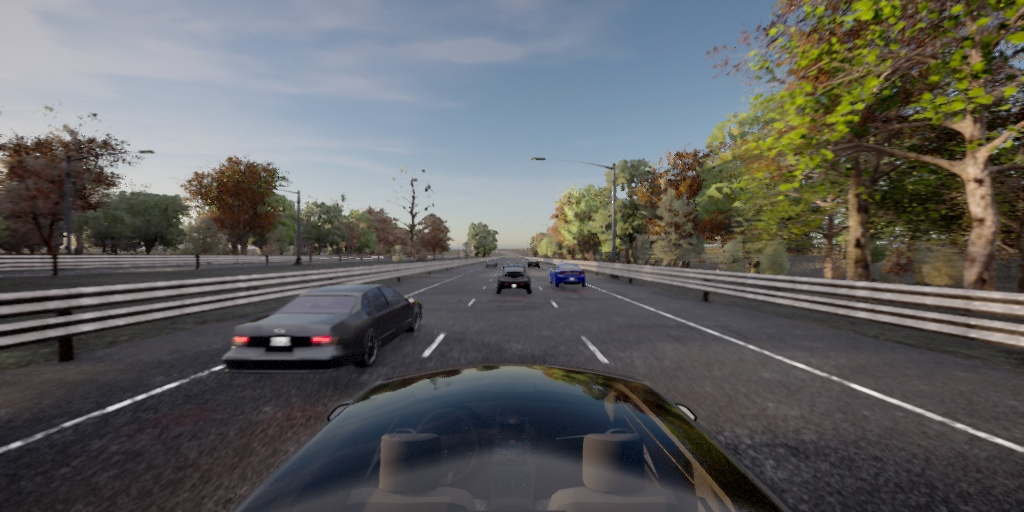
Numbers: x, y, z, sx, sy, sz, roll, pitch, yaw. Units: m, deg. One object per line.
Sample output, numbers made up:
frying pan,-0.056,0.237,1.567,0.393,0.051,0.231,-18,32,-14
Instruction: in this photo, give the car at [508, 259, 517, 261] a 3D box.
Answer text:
car,0.116,1.235,61.542,2.128,1.511,4.902,0,0,0

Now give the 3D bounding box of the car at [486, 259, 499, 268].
car,-3.386,1.235,61.490,2.128,1.511,4.902,0,0,0

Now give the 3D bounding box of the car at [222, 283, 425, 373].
car,-3.398,1.297,7.770,2.033,1.411,5.357,0,0,0

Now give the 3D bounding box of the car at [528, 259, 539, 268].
car,3.615,1.220,61.646,1.882,1.535,5.008,0,0,0

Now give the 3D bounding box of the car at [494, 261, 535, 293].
car,0.108,1.255,20.730,1.837,1.490,4.892,0,0,0

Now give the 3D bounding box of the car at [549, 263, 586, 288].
car,3.606,1.226,23.966,1.882,1.535,5.008,0,0,0
